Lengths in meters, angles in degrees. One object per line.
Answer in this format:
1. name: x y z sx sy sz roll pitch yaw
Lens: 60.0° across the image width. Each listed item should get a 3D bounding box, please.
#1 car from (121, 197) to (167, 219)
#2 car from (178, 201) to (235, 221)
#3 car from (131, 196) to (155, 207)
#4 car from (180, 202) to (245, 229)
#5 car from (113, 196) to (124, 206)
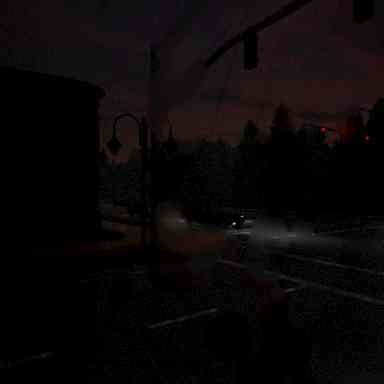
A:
1. car: -4.053 1.491 29.513 2.128 1.511 4.902 0 0 -35
2. car: 1.084 1.547 28.264 2.033 1.411 5.357 0 0 -35
3. car: -7.997 1.505 53.761 1.837 1.490 4.892 0 0 -35
4. car: 1.287 1.601 21.875 1.895 1.301 4.718 0 0 -35
5. car: -10.561 1.352 51.316 2.097 1.767 4.553 0 0 -35
